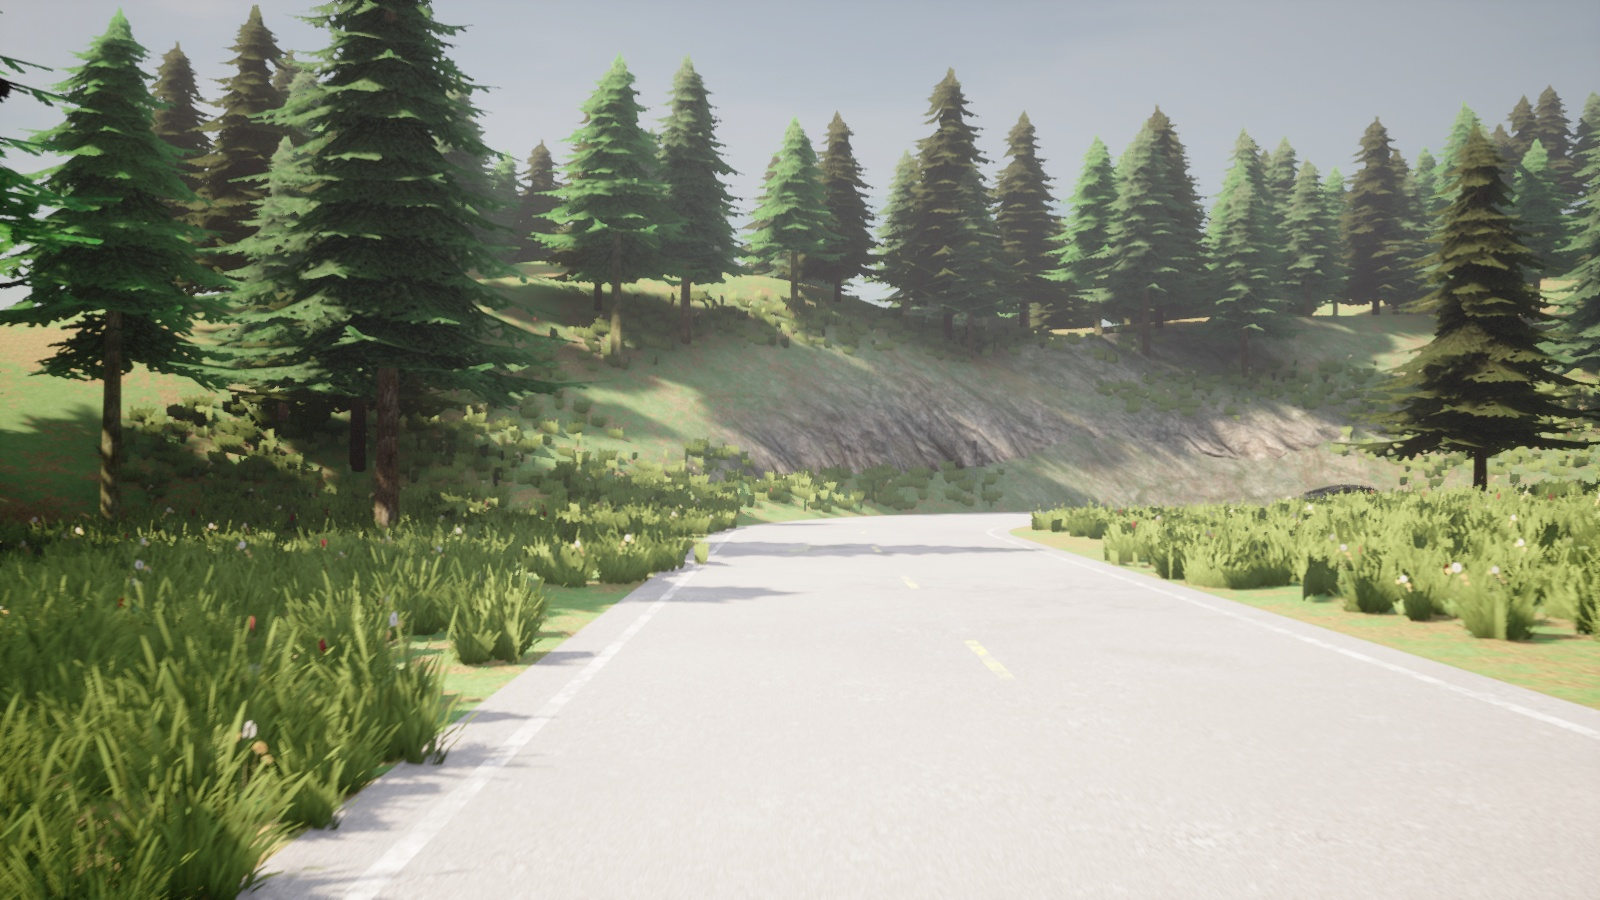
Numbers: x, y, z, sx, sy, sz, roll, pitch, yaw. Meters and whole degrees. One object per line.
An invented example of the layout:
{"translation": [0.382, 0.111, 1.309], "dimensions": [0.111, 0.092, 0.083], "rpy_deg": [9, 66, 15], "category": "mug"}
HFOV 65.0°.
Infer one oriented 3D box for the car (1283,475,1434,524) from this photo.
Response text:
{"translation": [21.228, 1.877, 47.842], "dimensions": [4.892, 1.490, 1.837], "rpy_deg": [-4, -2, -7], "category": "car"}
